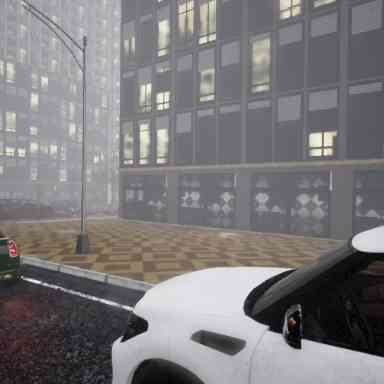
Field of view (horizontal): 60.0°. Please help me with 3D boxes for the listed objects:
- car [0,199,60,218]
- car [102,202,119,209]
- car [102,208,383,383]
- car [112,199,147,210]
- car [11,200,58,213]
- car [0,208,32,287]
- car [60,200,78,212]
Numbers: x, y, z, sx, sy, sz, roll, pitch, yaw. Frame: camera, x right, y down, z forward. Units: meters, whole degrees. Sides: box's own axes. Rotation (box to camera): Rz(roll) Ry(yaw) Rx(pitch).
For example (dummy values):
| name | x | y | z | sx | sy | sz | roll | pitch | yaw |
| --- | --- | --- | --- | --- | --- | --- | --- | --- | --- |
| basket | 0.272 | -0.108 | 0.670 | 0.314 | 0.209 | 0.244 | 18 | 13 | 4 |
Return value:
| name | x | y | z | sx | sy | sz | roll | pitch | yaw |
| --- | --- | --- | --- | --- | --- | --- | --- | --- | --- |
| car | -15.139 | 1.519 | 30.178 | 2.192 | 1.841 | 5.009 | 1 | 0 | 36 |
| car | -8.356 | 1.830 | 39.400 | 1.752 | 1.417 | 4.829 | 1 | 0 | 36 |
| car | 1.900 | 1.222 | 2.327 | 5.566 | 2.045 | 2.150 | 0 | 0 | 36 |
| car | -9.007 | 1.762 | 48.260 | 2.128 | 1.511 | 4.902 | 1 | 0 | 36 |
| car | -18.652 | 1.642 | 39.547 | 1.752 | 1.417 | 4.829 | 1 | 0 | 36 |
| car | -6.177 | 1.348 | 8.062 | 4.553 | 1.767 | 2.097 | 0 | 0 | 35 |
| car | -15.788 | 1.677 | 39.056 | 1.837 | 1.490 | 4.892 | 1 | 0 | 36 |
